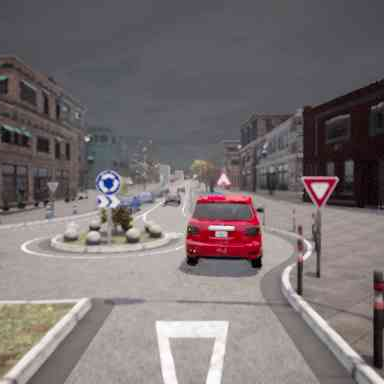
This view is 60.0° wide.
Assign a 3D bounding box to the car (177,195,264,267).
[{"bbox_3d":[1.225,1.109,11.246,2.150,2.045,5.566,0,2,10],"label":"car"}]

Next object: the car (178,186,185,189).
[{"bbox_3d":[-2.521,-0.600,76.709,1.812,1.442,4.674,0,2,0],"label":"car"}]

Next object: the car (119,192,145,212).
[{"bbox_3d":[-5.598,0.995,28.148,1.882,1.535,5.008,0,2,2],"label":"car"}]

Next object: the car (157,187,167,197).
[{"bbox_3d":[-5.454,0.159,52.531,1.837,1.490,4.892,0,2,0],"label":"car"}]

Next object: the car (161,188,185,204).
[{"bbox_3d":[-2.283,0.669,40.861,2.033,1.411,5.357,0,2,0],"label":"car"}]

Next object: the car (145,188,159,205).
[{"bbox_3d":[-5.454,0.680,39.901,1.812,1.442,4.674,0,2,0],"label":"car"}]
